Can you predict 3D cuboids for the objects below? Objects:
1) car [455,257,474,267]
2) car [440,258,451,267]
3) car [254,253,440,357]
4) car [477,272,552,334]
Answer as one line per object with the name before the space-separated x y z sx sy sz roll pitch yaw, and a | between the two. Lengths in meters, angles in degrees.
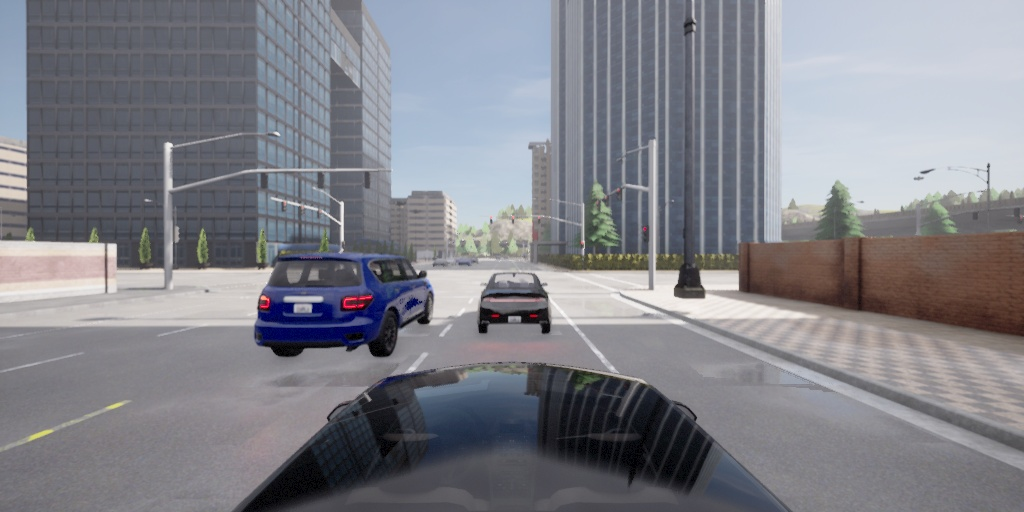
car | -8.027 1.002 60.964 1.882 1.535 5.008 0 0 -1
car | -11.471 1.065 57.348 1.812 1.442 4.674 0 1 -2
car | -3.436 0.945 8.598 2.150 2.045 5.566 0 0 0
car | 0.064 1.208 10.515 2.128 1.511 4.902 0 0 0
